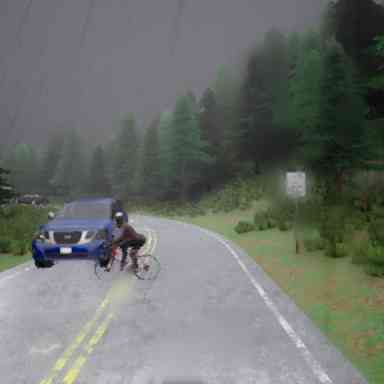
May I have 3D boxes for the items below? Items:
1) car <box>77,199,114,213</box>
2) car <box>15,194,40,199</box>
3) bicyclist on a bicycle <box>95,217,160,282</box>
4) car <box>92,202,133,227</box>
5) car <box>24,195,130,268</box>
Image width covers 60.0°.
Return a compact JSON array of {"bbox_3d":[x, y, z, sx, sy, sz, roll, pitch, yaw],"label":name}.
[{"bbox_3d":[-10.757,1.518,36.879,1.895,1.301,4.718,5,-2,-45],"label":"car"},{"bbox_3d":[-21.193,1.000,43.893,5.008,1.535,1.882,3,-3,23],"label":"car"},{"bbox_3d":[-1.648,1.465,8.377,1.656,1.620,0.582,-2,0,0],"label":"bicyclist on a bicycle"},{"bbox_3d":[-5.744,1.506,23.521,2.033,1.411,5.357,2,0,-22],"label":"car"},{"bbox_3d":[-3.545,1.240,11.714,2.150,2.045,5.566,0,0,-3],"label":"car"}]
